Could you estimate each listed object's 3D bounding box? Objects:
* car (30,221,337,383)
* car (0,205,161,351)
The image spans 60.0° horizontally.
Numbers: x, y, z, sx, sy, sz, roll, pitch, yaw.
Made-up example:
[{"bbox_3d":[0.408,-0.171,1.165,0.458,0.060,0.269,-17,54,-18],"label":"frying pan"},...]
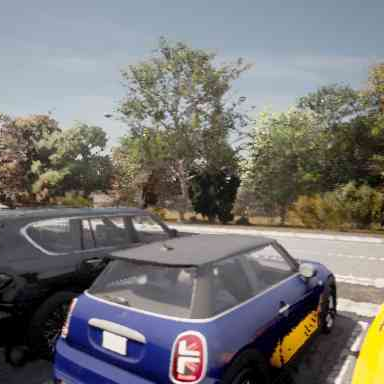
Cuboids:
[{"bbox_3d":[0.533,1.378,4.731,2.185,1.767,4.553,-1,-1,36],"label":"car"},{"bbox_3d":[-1.688,1.286,6.392,2.435,2.045,5.566,-1,-1,36],"label":"car"}]
